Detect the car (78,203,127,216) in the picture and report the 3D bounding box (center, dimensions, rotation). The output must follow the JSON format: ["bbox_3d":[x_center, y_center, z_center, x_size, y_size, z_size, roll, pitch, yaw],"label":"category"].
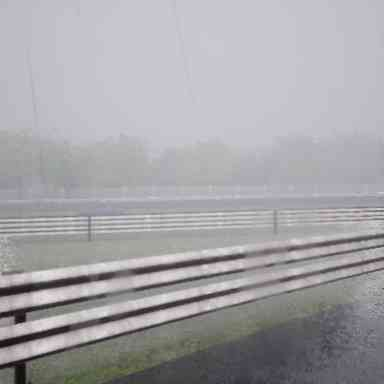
[{"bbox_3d":[-7.896,1.705,29.544,4.181,1.385,1.994,-1,1,-8],"label":"car"}]
